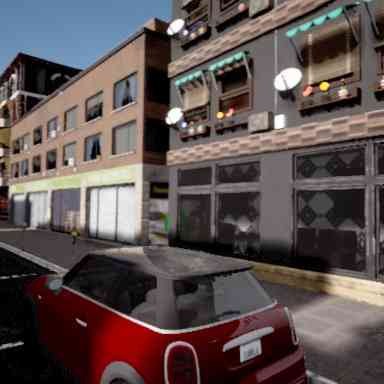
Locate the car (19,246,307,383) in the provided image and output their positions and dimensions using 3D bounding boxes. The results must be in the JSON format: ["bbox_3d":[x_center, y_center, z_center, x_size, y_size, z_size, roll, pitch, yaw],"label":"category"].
[{"bbox_3d":[-0.834,1.559,4.742,2.097,1.767,4.553,3,-3,-41],"label":"car"}]
